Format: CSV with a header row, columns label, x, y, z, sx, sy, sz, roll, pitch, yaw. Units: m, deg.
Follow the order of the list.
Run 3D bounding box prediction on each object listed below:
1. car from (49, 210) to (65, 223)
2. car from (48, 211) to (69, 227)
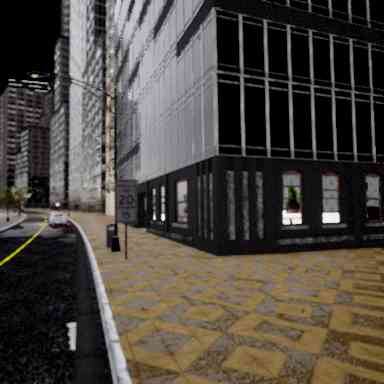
label,x,y,z,sx,sy,sz,roll,pitch,yaw
car,-18.642,3.304,45.834,1.882,1.535,5.008,1,-2,-24
car,-14.700,2.972,36.451,1.812,1.442,4.674,0,-2,-22
